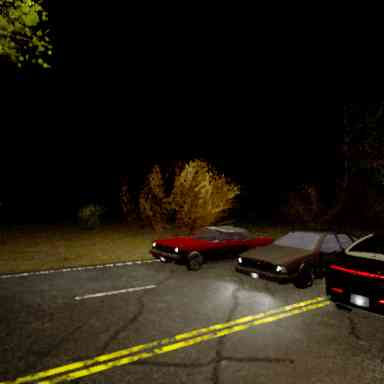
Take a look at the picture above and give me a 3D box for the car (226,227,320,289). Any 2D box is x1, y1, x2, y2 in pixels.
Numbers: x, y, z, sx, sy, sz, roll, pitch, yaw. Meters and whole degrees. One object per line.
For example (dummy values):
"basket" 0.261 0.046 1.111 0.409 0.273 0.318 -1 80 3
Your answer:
"car" 3.845 1.899 10.382 5.357 1.411 2.033 2 -2 -35

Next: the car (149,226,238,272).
"car" 0.855 1.958 12.252 4.718 1.301 1.895 2 -2 -35

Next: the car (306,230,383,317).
"car" 4.670 1.600 6.729 4.892 1.490 1.837 3 -2 -35
